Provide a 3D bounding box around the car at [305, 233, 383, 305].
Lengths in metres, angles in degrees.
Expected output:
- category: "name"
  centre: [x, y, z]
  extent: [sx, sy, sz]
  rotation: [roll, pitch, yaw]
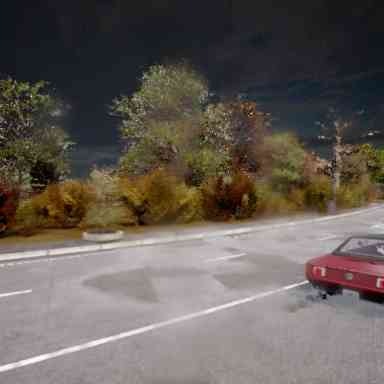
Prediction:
- category: "car"
  centre: [4.671, 1.613, 7.603]
  extent: [4.718, 1.301, 1.895]
  rotation: [0, 0, -40]
